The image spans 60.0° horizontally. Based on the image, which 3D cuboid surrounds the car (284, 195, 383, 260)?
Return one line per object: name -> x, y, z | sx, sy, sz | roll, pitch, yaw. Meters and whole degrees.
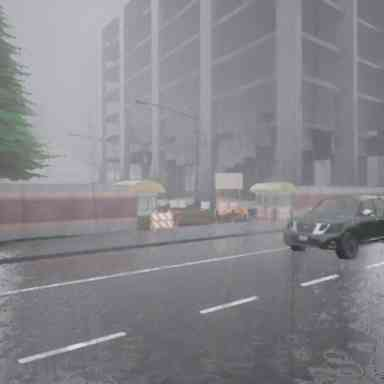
car -> 5.887, 1.152, 12.490 | 5.566, 2.045, 2.150 | 0, 0, -36
